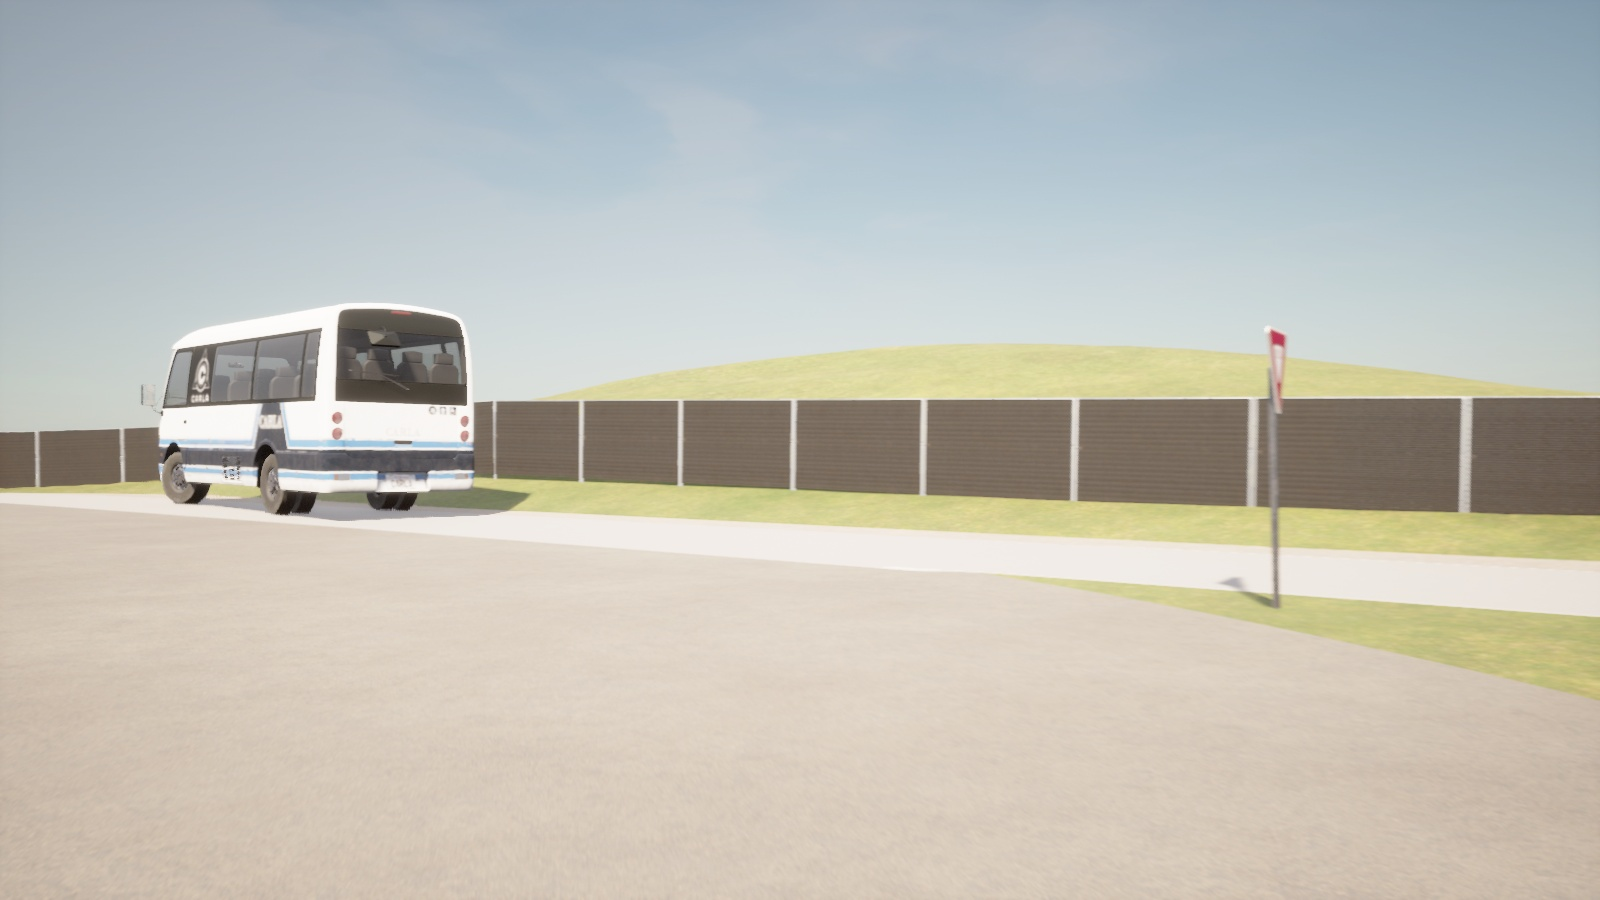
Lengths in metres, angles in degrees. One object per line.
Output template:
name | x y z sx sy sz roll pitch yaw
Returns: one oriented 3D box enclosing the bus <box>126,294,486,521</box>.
bus | -11.588 -0.825 28.610 3.944 4.253 10.273 1 0 -44
